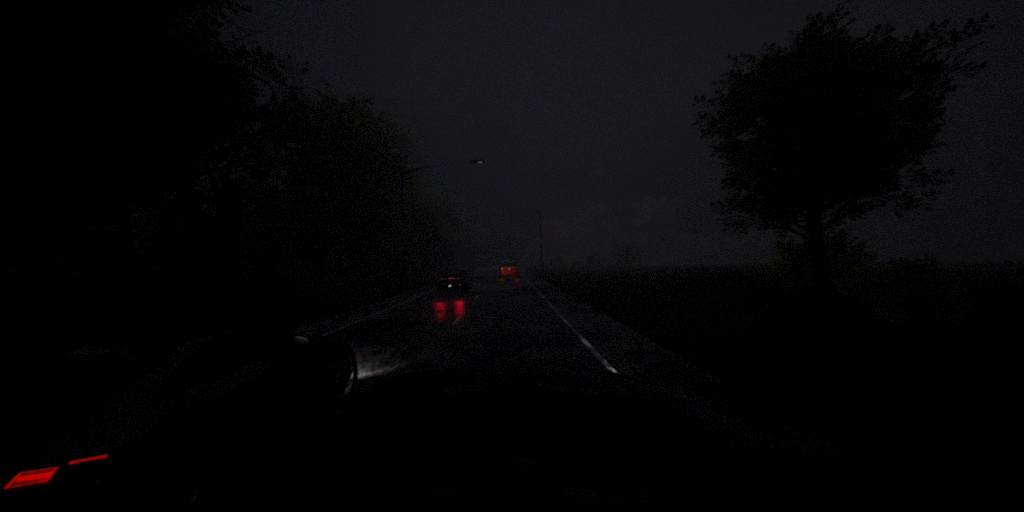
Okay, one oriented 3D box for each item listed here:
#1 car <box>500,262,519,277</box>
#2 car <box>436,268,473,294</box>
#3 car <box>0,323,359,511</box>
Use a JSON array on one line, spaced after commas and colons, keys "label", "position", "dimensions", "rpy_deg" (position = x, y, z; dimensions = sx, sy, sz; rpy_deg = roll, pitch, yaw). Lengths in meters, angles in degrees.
[{"label": "car", "position": [-0.338, 1.492, 42.181], "dimensions": [2.097, 1.767, 4.553], "rpy_deg": [-2, -1, -1]}, {"label": "car", "position": [-3.624, 1.552, 23.195], "dimensions": [2.128, 1.511, 4.902], "rpy_deg": [-2, -1, -1]}, {"label": "car", "position": [-3.409, 1.438, 3.977], "dimensions": [1.994, 1.385, 4.181], "rpy_deg": [-2, -1, -1]}]
